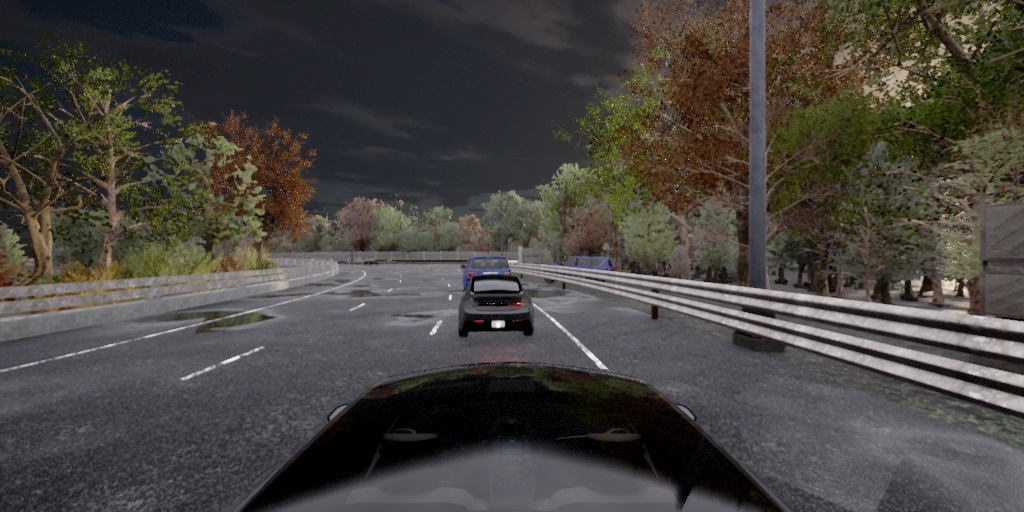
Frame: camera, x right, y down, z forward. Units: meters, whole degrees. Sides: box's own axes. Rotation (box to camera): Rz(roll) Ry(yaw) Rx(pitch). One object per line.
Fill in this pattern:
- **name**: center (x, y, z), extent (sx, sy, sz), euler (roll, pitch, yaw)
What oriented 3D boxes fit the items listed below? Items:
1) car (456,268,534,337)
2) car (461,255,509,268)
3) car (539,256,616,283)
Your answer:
- **car**: center (-0.533, 1.263, 10.347), extent (1.837, 1.490, 4.892), euler (0, 0, -5)
- **car**: center (-1.319, 0.986, 17.834), extent (2.150, 2.045, 5.566), euler (0, 0, -9)
- **car**: center (4.743, 1.022, 26.223), extent (5.566, 2.045, 2.150), euler (3, 1, 20)
